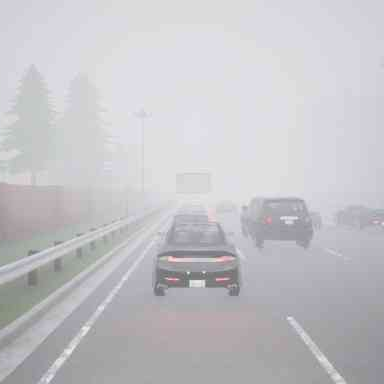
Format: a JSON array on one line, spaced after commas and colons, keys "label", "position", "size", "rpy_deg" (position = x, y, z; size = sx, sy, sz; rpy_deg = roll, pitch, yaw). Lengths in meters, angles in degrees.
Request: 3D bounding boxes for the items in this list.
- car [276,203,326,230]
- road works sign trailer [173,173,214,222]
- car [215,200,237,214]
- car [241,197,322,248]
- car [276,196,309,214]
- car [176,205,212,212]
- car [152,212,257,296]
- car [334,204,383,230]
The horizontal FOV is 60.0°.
[{"label": "car", "position": [7.098, 1.526, 22.180], "size": [1.812, 1.442, 4.674], "rpy_deg": [0, 0, 0]}, {"label": "road works sign trailer", "position": [0.069, 0.464, 22.971], "size": [2.380, 3.560, 2.880], "rpy_deg": [0, 0, -1]}, {"label": "car", "position": [3.600, 1.563, 35.425], "size": [1.994, 1.385, 4.181], "rpy_deg": [0, 0, 0]}, {"label": "car", "position": [3.600, 1.221, 15.013], "size": [2.150, 2.045, 5.566], "rpy_deg": [0, 0, 0]}, {"label": "car", "position": [10.601, 1.351, 35.419], "size": [2.097, 1.767, 4.553], "rpy_deg": [0, 0, 0]}, {"label": "car", "position": [0.070, 1.474, 19.051], "size": [1.882, 1.535, 5.008], "rpy_deg": [0, 0, 5]}, {"label": "car", "position": [0.100, 1.491, 8.615], "size": [2.128, 1.511, 4.902], "rpy_deg": [0, 0, 0]}, {"label": "car", "position": [10.600, 1.503, 20.801], "size": [1.837, 1.490, 4.892], "rpy_deg": [0, 0, 0]}]
